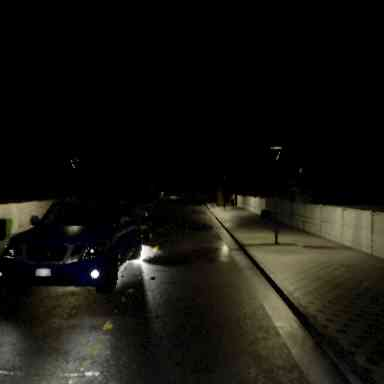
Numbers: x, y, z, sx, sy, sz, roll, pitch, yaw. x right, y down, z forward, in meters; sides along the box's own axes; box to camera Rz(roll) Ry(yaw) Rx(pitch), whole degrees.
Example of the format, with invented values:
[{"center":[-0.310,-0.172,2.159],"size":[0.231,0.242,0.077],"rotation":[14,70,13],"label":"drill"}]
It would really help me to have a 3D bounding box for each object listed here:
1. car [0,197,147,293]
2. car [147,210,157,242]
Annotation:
[{"center":[-2.767,1.161,9.010],"size":[2.150,2.045,5.566],"rotation":[0,0,1],"label":"car"},{"center":[-2.761,1.449,15.553],"size":[1.994,1.385,4.181],"rotation":[0,0,0],"label":"car"}]
